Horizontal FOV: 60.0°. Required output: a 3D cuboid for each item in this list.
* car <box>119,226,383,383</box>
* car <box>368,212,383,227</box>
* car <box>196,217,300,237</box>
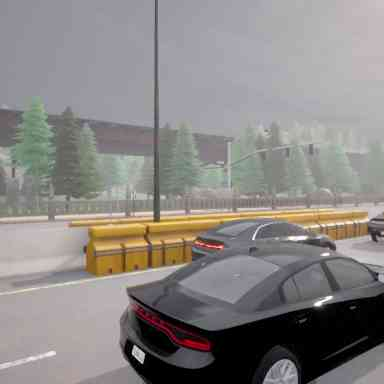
[{"bbox_3d":[1.474,1.478,4.798,5.008,1.535,1.882,0,0,-36],"label":"car"},{"bbox_3d":[9.909,1.491,15.124,4.902,1.511,2.128,0,0,-36],"label":"car"},{"bbox_3d":[2.242,1.505,9.650,4.892,1.490,1.837,0,0,-35],"label":"car"}]
